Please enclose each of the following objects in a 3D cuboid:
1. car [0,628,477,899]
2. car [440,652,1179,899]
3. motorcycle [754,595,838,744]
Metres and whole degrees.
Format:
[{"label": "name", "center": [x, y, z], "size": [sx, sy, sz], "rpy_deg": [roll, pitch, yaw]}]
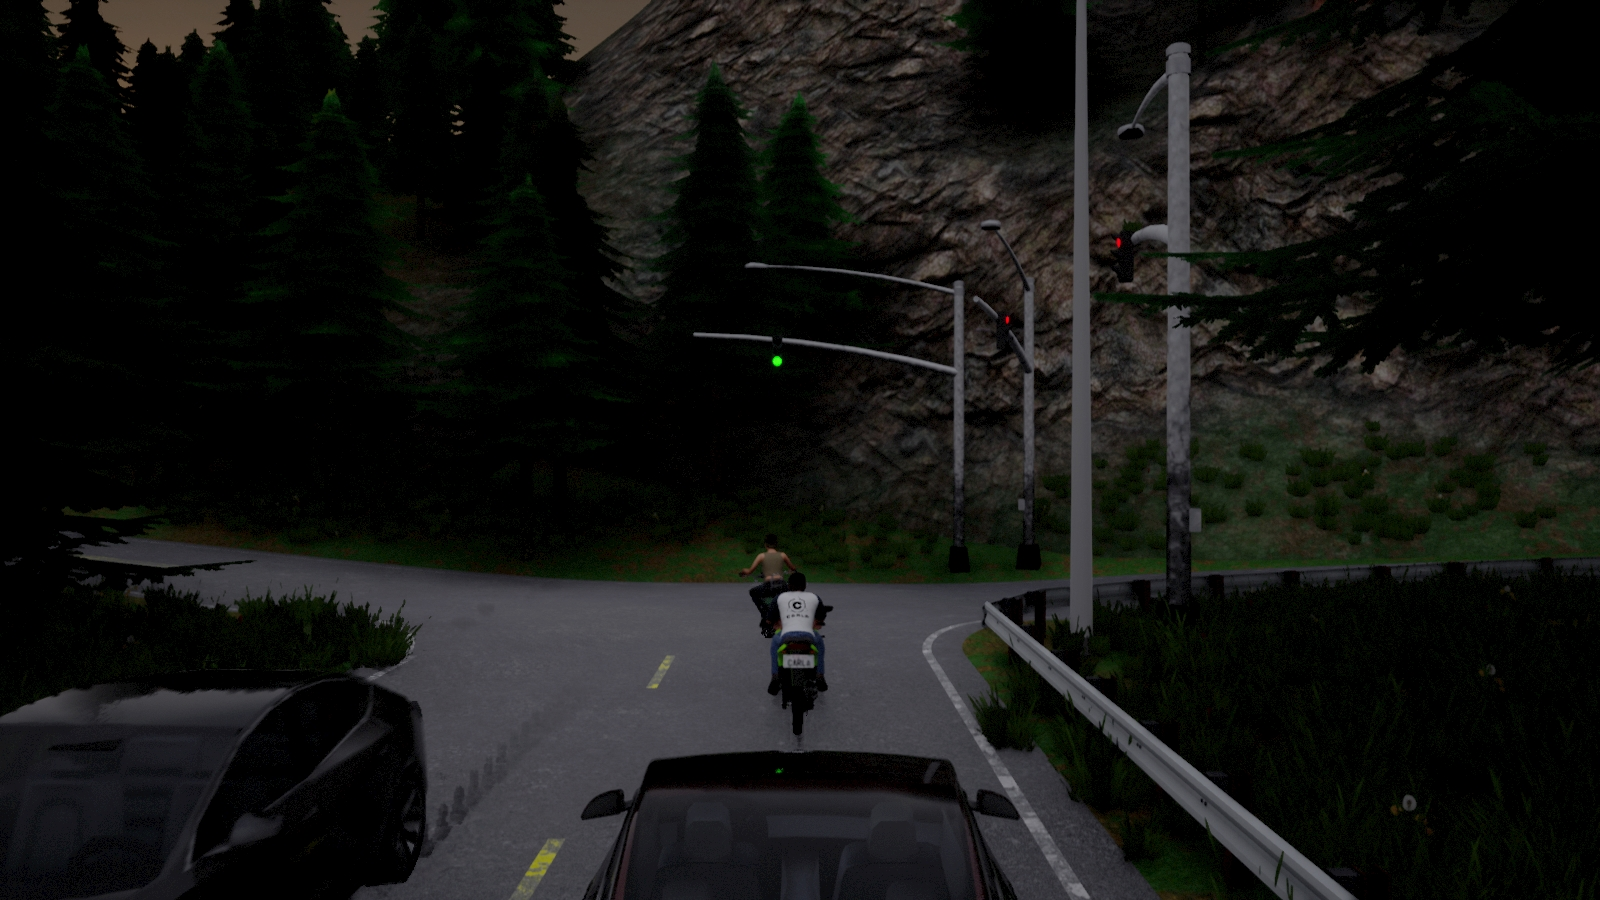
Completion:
[{"label": "car", "center": [-3.478, 2.060, 6.042], "size": [2.163, 1.488, 4.792], "rpy_deg": [0, 0, 0]}, {"label": "car", "center": [0.030, 2.060, 5.050], "size": [2.163, 1.488, 4.792], "rpy_deg": [0, 0, 0]}, {"label": "motorcycle", "center": [-0.046, 2.208, 11.834], "size": [0.803, 1.145, 2.033], "rpy_deg": [0, 0, -1]}]
